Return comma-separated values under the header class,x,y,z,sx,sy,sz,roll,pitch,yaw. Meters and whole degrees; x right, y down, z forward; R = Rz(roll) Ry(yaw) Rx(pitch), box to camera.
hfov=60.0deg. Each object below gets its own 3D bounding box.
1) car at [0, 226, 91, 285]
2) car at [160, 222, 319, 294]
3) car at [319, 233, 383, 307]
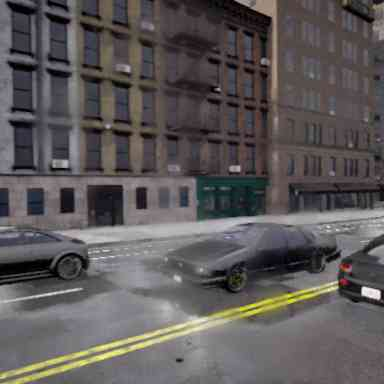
class,x,y,z,sx,sy,sz,roll,pitch,yaw
car,-4.737,1.564,8.288,4.181,1.385,1.994,0,0,-35
car,1.847,1.550,8.987,5.357,1.411,2.033,0,0,-35
car,4.879,1.528,6.917,4.674,1.442,1.812,0,0,-35
